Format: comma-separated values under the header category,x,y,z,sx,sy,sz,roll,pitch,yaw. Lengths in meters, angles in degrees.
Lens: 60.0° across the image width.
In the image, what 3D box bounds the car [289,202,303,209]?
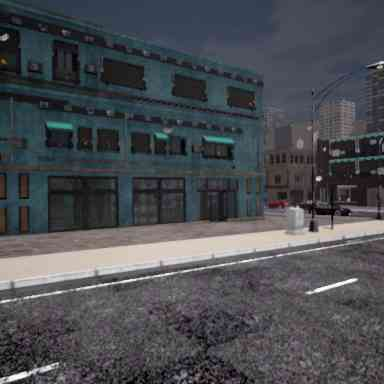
category,x,y,z,sx,sy,sz,roll,pitch,yaw
car,16.096,1.787,45.640,2.008,1.369,4.403,-2,0,-35

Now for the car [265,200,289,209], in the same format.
category,x,y,z,sx,sy,sz,roll,pitch,yaw
car,12.903,1.881,50.161,1.802,1.307,4.206,-2,0,-35

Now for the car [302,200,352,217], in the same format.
category,x,y,z,sx,sy,sz,roll,pitch,yaw
car,13.966,1.796,33.920,1.947,1.339,4.313,-2,0,-35
